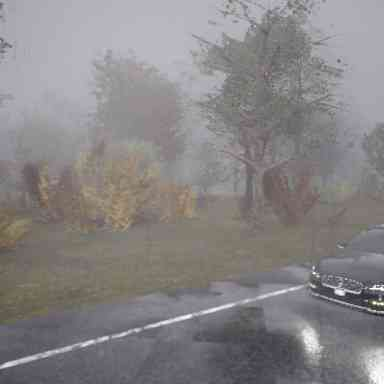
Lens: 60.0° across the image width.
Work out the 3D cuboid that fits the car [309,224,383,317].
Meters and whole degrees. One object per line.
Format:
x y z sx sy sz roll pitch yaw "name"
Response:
4.545 1.479 7.149 4.892 1.490 1.837 0 0 -35 "car"
